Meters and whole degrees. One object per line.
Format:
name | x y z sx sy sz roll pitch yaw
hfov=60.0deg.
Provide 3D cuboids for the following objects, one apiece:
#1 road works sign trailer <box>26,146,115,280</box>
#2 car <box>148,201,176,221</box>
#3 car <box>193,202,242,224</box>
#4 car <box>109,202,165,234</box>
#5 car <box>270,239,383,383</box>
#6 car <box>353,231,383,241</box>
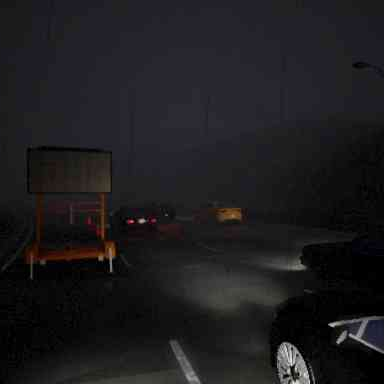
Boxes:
road works sign trailer | -3.681 0.455 10.151 2.380 3.560 2.880 0 0 -21
car | -2.888 1.465 26.219 2.128 1.511 4.902 0 0 -25
car | 1.751 1.452 24.540 1.882 1.535 5.008 0 0 -23
car | -3.511 1.528 19.237 2.033 1.411 5.357 0 0 -23
car | 2.286 1.487 2.256 2.128 1.511 4.902 0 0 -15
car | 4.617 1.539 7.082 2.033 1.411 5.357 0 0 -18
